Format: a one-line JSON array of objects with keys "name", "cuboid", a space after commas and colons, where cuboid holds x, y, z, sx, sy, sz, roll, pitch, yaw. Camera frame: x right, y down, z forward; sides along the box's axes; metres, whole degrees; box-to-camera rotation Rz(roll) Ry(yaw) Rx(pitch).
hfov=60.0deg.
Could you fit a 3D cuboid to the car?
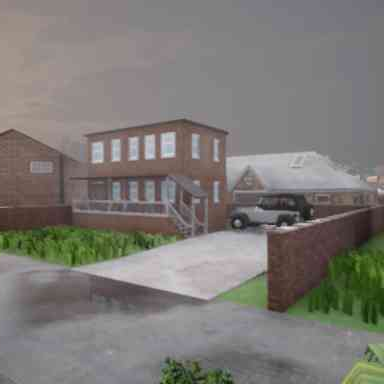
[{"name": "car", "cuboid": [3.774, 0.982, 15.958, 3.866, 1.878, 1.905, 0, 0, 36]}]
